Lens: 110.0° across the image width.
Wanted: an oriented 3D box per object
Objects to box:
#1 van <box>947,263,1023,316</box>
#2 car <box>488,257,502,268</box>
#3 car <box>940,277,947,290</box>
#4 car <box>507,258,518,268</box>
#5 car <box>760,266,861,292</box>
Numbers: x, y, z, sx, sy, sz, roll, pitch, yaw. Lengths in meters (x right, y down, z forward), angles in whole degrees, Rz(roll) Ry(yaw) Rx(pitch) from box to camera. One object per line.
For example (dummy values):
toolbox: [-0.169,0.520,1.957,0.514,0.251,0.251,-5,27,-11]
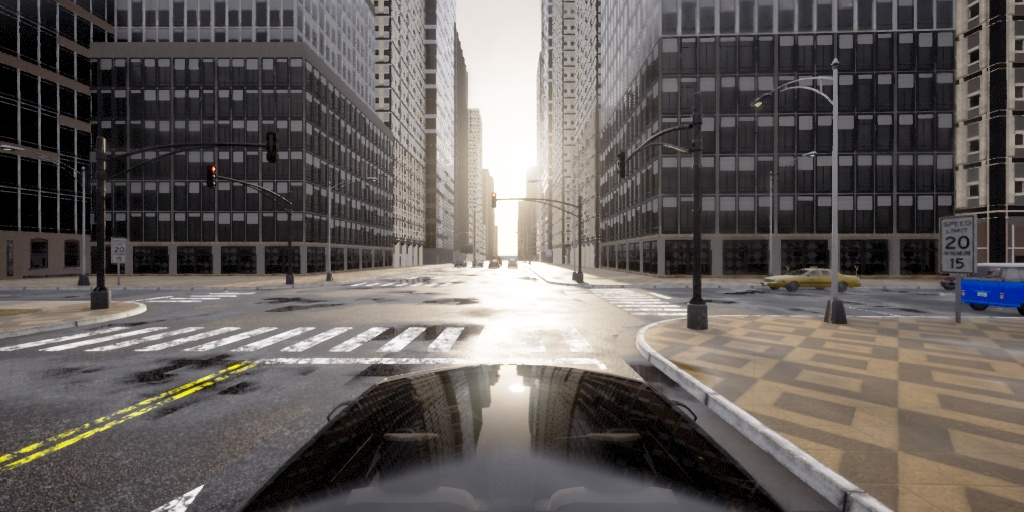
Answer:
van: [18.380,1.119,12.534,3.998,1.789,1.690,0,0,2]
car: [-3.117,1.386,63.337,1.812,1.442,4.674,0,0,0]
car: [26.960,1.356,20.202,4.207,1.307,1.802,0,0,2]
car: [0.133,1.408,63.330,2.033,1.411,5.357,0,0,0]
car: [17.127,1.293,20.709,4.829,1.417,1.751,0,0,2]
